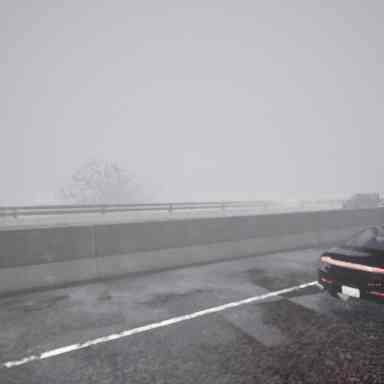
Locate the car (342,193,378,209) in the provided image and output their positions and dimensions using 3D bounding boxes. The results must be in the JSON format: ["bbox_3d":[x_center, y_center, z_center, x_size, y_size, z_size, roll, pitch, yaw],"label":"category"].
[{"bbox_3d":[20.085,1.146,39.230,5.566,2.045,2.150,0,0,-34],"label":"car"}]

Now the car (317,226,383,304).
[{"bbox_3d":[4.674,1.470,7.046,4.902,1.511,2.128,0,0,-35],"label":"car"}]

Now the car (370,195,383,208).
[{"bbox_3d":[22.060,1.414,36.337,4.902,1.511,2.128,0,0,-34],"label":"car"}]
